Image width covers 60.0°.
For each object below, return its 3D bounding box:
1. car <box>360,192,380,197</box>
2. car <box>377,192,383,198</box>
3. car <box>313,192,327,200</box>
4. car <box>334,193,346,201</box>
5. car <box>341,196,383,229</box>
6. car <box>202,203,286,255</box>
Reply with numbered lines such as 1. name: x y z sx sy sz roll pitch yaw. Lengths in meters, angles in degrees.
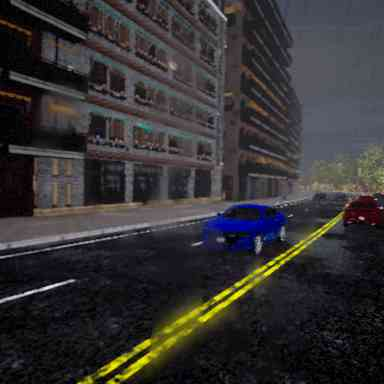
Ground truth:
1. car: 19.147 1.087 36.545 1.882 1.535 5.008 3 2 27
2. car: 36.714 0.858 65.710 1.837 1.490 4.892 2 2 24
3. car: 22.127 0.702 57.389 1.994 1.385 4.181 3 2 26
4. car: 25.090 0.814 56.015 2.033 1.411 5.357 3 2 26
5. car: 10.356 1.252 20.089 1.882 1.535 5.008 3 2 29
6. car: 2.140 1.197 12.497 1.882 1.535 5.008 3 2 30
